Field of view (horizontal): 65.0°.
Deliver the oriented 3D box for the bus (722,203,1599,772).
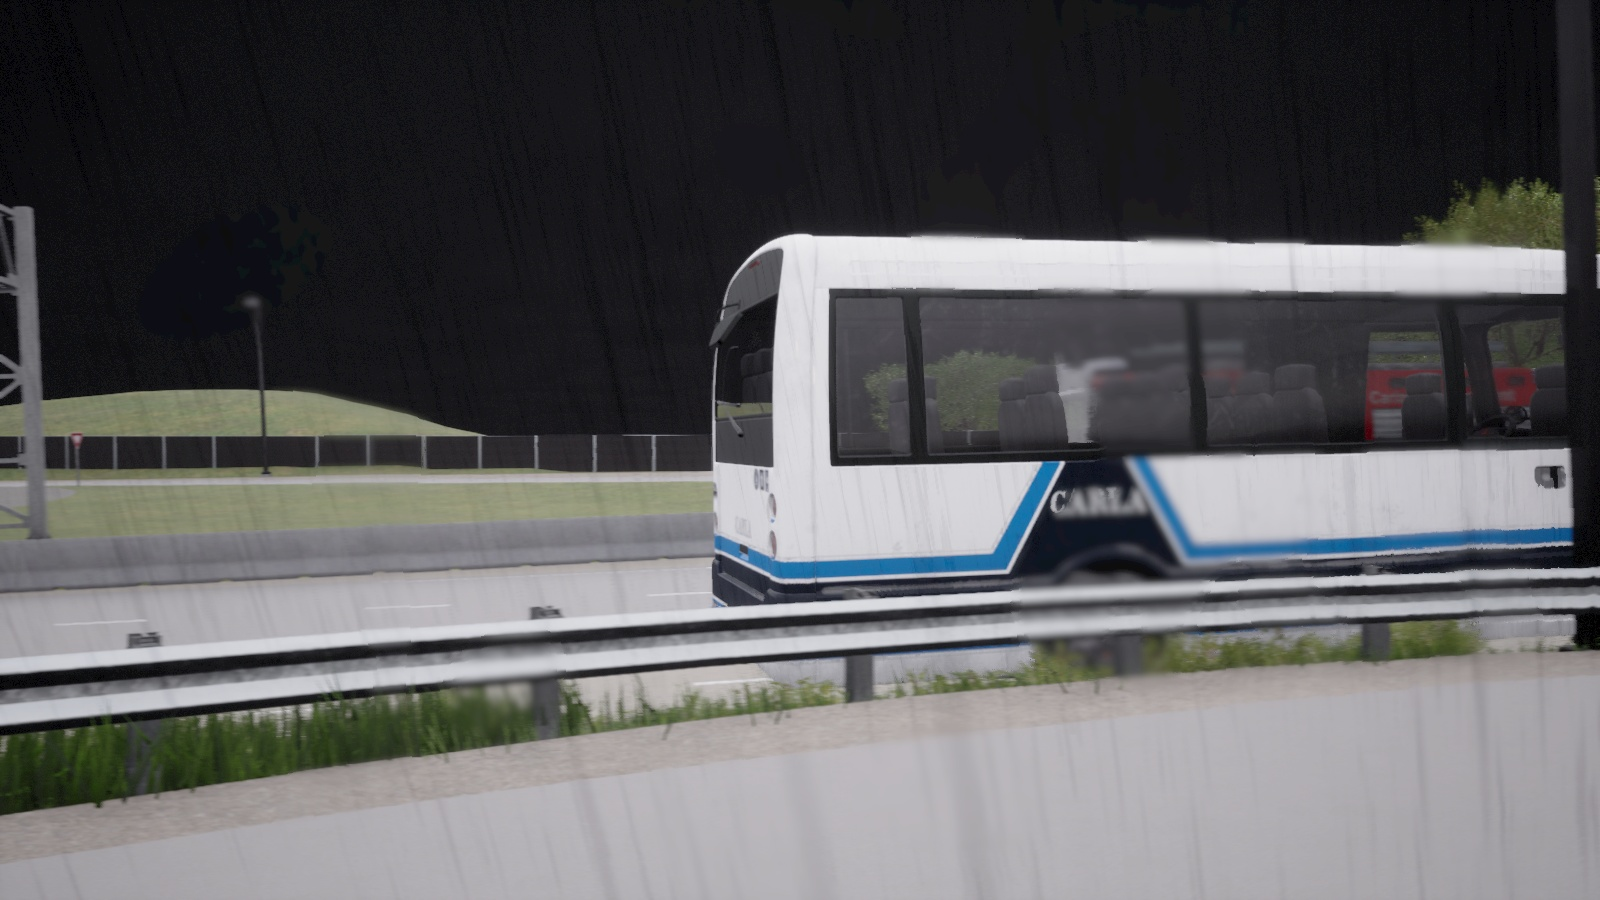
[{"bbox_3d":[4.684,0.141,12.520,10.273,4.253,3.944,-2,1,-14],"label":"bus"}]
